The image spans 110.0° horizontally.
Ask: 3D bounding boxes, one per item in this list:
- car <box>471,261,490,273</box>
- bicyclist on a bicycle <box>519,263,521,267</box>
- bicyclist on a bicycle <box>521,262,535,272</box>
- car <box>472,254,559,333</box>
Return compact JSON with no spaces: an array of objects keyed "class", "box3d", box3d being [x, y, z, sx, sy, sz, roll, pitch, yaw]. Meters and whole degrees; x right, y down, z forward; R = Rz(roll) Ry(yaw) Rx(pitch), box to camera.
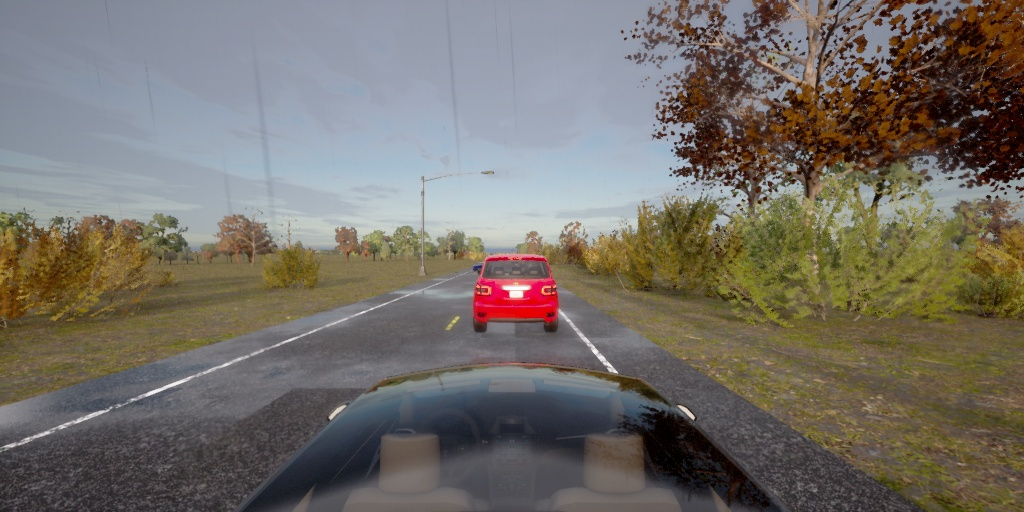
[{"class":"car","box3d":[-3.780,1.337,43.823,1.895,1.301,4.718,0,0,0]},{"class":"bicyclist on a bicycle","box3d":[0.891,1.110,28.634,0.659,1.776,1.843,0,0,0]},{"class":"bicyclist on a bicycle","box3d":[0.935,1.114,18.621,0.659,1.776,1.843,0,0,0]},{"class":"car","box3d":[0.087,0.968,10.915,2.150,2.045,5.566,0,0,0]}]
